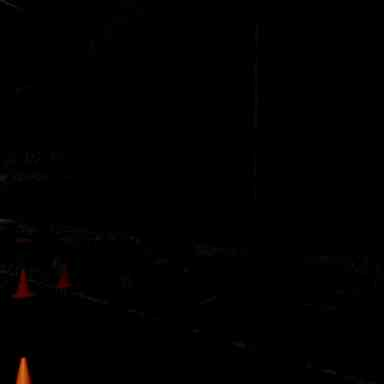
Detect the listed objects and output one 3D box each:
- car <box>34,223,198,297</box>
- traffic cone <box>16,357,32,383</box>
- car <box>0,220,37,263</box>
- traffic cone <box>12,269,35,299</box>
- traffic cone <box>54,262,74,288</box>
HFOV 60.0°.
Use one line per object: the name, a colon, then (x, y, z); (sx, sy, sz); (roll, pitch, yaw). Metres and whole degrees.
car: (-1.957, 1.616, 8.714); (4.507, 1.381, 1.887); (0, 0, 37)
traffic cone: (-1.715, 1.980, 3.388); (0.340, 0.580, 0.340); (0, -1, 37)
car: (-6.504, 1.655, 12.085); (4.206, 1.307, 1.802); (0, 0, 37)
traffic cone: (-3.737, 2.004, 7.376); (0.340, 0.580, 0.340); (0, -1, 37)
traffic cone: (-3.141, 2.015, 8.179); (0.340, 0.580, 0.340); (0, -1, 37)
